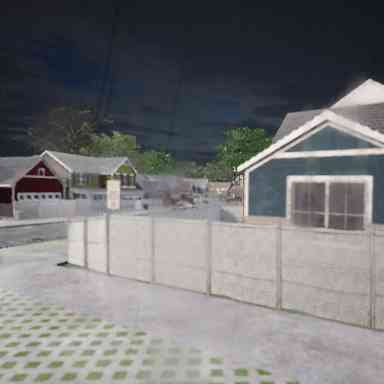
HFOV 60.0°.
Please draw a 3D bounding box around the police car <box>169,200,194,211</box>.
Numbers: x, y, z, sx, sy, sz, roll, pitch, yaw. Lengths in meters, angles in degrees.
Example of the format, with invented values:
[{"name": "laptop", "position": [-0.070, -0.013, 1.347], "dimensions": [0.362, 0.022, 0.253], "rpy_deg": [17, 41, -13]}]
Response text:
[{"name": "police car", "position": [-1.356, 1.867, 43.220], "dimensions": [2.038, 1.542, 4.974], "rpy_deg": [1, 0, 18]}]
